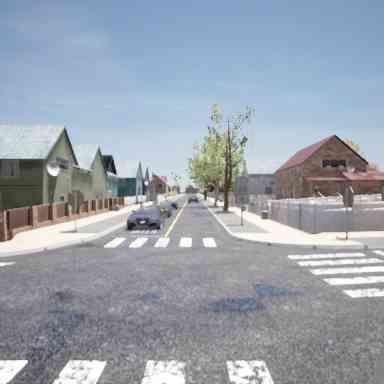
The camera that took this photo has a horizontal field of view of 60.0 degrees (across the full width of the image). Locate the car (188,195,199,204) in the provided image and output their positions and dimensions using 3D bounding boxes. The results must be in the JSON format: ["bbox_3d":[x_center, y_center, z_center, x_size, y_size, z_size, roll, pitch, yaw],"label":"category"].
[{"bbox_3d":[0.268,1.318,65.451,2.097,1.767,4.553,0,0,1],"label":"car"}]

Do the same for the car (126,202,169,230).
[{"bbox_3d":[-2.813,1.558,21.109,1.994,1.385,4.181,0,0,1],"label":"car"}]

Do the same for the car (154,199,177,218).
[{"bbox_3d":[-2.766,1.483,30.289,2.128,1.511,4.902,0,0,0],"label":"car"}]

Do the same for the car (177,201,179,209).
[{"bbox_3d":[-2.725,1.585,42.708,1.895,1.301,4.718,0,0,0],"label":"car"}]
